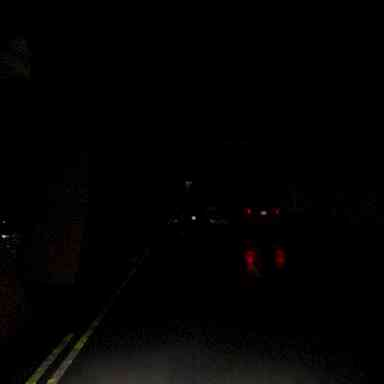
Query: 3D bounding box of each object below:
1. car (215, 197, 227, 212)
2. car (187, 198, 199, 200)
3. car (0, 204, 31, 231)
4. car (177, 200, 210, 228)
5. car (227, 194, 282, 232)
[{"bbox_3d":[3.602,1.324,36.688,2.128,1.511,4.902,0,0,0],"label":"car"},{"bbox_3d":[0.088,1.353,37.819,1.812,1.442,4.674,0,0,0],"label":"car"},{"bbox_3d":[-10.600,1.455,20.127,2.033,1.411,5.357,0,0,0],"label":"car"},{"bbox_3d":[0.101,1.467,21.129,1.994,1.385,4.181,0,0,0],"label":"car"},{"bbox_3d":[3.600,1.133,19.377,2.150,2.045,5.566,0,0,0],"label":"car"}]
